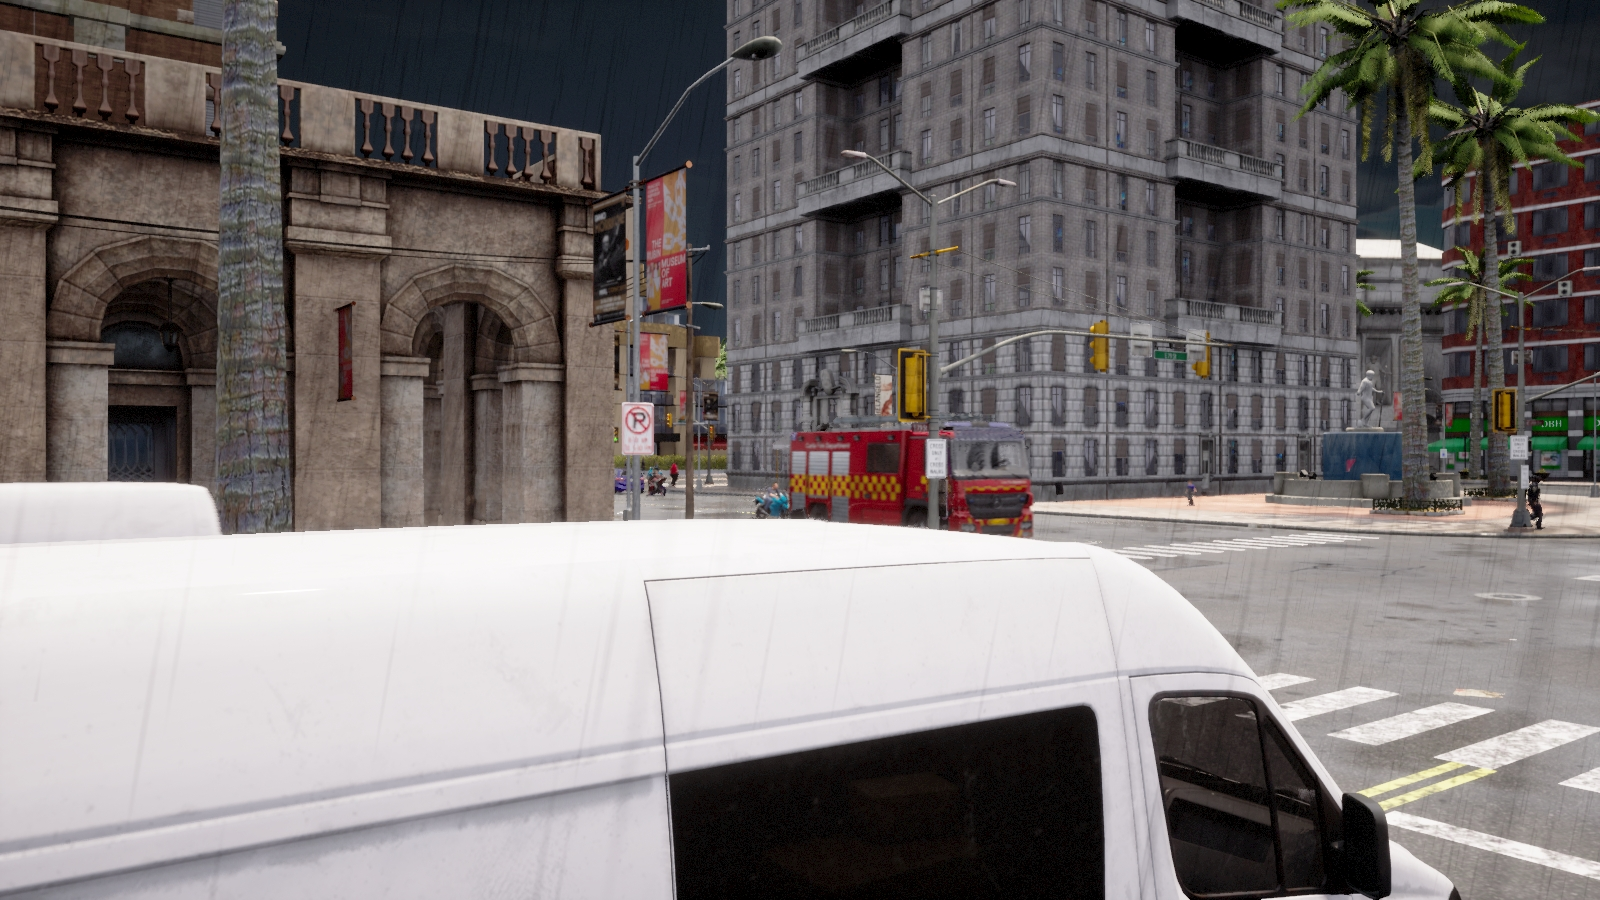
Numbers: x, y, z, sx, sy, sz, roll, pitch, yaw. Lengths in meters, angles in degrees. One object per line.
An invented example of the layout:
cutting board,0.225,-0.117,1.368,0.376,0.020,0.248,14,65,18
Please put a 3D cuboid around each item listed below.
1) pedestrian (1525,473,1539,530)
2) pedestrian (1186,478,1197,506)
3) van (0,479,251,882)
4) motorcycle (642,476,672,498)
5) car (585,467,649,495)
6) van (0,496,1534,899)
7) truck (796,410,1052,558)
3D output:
pedestrian,24.013,1.680,37.491,0.375,1.860,0.375,0,0,29
pedestrian,18.256,1.959,53.301,0.375,1.300,0.375,0,0,42
van,-6.976,1.535,7.416,5.915,2.561,1.988,0,0,-35
motorcycle,-8.633,2.192,68.938,0.867,1.251,2.209,0,0,-35
car,-11.778,1.955,73.402,2.242,1.667,4.611,0,0,-35
van,0.019,1.533,3.806,5.915,2.561,1.988,0,0,-35
truck,3.370,0.881,33.952,2.891,3.827,8.468,0,0,-32
